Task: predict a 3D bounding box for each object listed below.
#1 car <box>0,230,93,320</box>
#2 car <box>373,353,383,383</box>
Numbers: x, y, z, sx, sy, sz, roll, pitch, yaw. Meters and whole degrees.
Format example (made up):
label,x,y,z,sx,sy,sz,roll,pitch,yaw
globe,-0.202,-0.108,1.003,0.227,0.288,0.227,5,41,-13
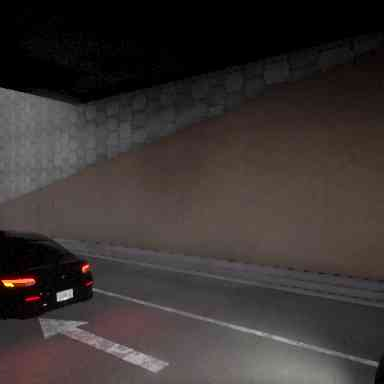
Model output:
label,x,y,z,sx,sy,sz,roll,pitch,yaw
car,-3.955,1.526,6.793,4.674,1.442,1.812,0,0,36
car,3.487,1.505,1.427,4.892,1.490,1.837,0,0,36
